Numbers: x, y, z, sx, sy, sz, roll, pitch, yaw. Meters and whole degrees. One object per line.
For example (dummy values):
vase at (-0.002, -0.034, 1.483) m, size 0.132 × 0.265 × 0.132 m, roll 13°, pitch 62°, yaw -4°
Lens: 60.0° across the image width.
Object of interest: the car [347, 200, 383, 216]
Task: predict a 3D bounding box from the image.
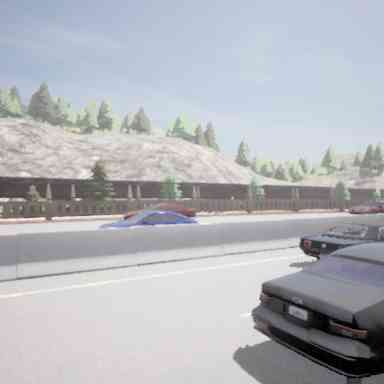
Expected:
car at (15.107, 1.455, 27.503) m, size 4.553 × 1.767 × 2.097 m, roll 0°, pitch 0°, yaw -22°

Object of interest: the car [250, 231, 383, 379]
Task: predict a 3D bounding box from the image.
car at (3.481, 1.567, 5.439) m, size 5.357 × 1.411 × 2.033 m, roll 0°, pitch 0°, yaw -31°

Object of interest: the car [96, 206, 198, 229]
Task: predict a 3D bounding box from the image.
car at (-1.864, 1.563, 14.678) m, size 4.674 × 1.442 × 1.812 m, roll 0°, pitch 0°, yaw -30°

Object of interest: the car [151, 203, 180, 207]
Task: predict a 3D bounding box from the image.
car at (-2.076, 1.537, 22.646) m, size 5.008 × 1.535 × 1.882 m, roll 0°, pitch 0°, yaw -30°

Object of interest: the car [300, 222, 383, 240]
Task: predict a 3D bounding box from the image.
car at (5.833, 1.639, 10.888) m, size 4.718 × 1.301 × 1.895 m, roll 0°, pitch 0°, yaw -30°
